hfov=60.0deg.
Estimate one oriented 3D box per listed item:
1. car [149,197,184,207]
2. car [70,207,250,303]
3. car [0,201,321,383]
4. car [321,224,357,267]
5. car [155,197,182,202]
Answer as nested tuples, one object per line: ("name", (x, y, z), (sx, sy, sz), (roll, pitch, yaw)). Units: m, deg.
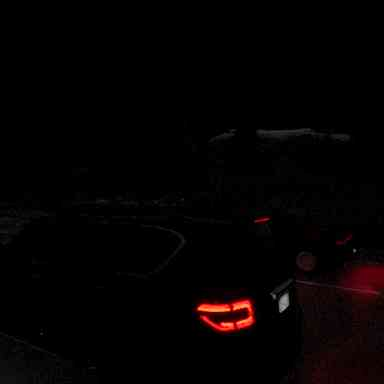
("car", (-4.075, 1.572, 53.390), (5.357, 1.411, 2.033), (0, 0, -38))
("car", (-0.985, 1.372, 8.927), (4.553, 1.767, 2.097), (0, 0, 35))
("car", (-1.300, 1.235, 4.889), (5.566, 2.045, 2.150), (0, 0, 33))
("car", (2.509, 1.491, 10.739), (5.008, 1.535, 1.882), (0, 0, 36))
("car", (-4.126, 1.505, 48.788), (5.008, 1.535, 1.882), (0, 0, -39))
